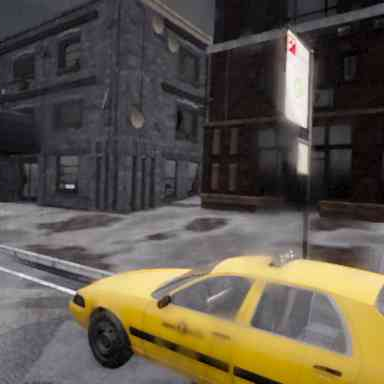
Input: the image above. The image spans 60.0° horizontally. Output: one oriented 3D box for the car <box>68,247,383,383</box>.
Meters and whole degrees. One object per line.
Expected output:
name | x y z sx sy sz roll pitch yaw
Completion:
car | 0.744 1.405 3.827 5.366 1.575 1.801 2 1 35
